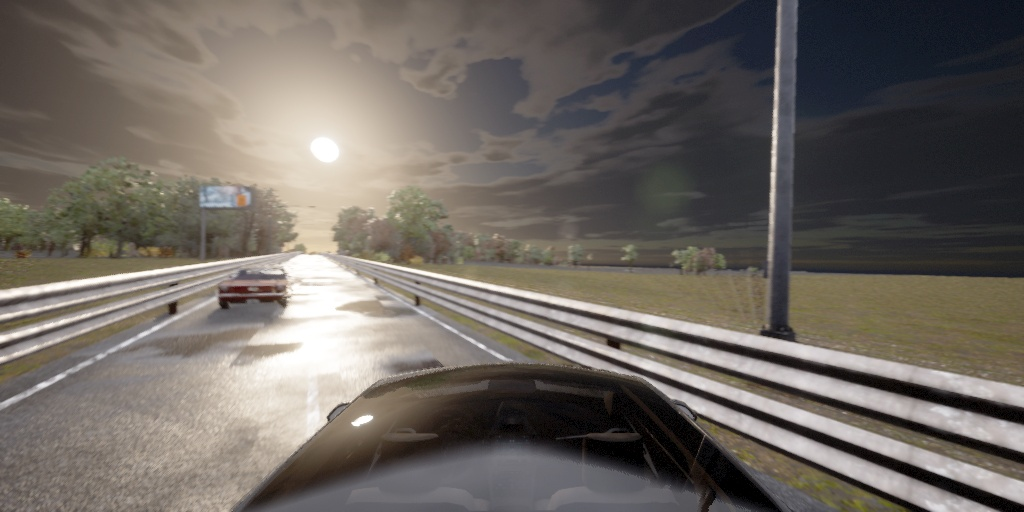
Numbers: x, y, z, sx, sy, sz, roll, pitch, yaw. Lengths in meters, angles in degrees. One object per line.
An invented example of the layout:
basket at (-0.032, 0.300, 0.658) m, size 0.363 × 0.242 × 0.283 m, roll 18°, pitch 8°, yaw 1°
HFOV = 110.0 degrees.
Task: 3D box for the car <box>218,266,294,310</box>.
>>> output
car at (-9.131, 1.062, 13.090) m, size 1.895 × 1.301 × 4.718 m, roll 2°, pitch 0°, yaw -29°
